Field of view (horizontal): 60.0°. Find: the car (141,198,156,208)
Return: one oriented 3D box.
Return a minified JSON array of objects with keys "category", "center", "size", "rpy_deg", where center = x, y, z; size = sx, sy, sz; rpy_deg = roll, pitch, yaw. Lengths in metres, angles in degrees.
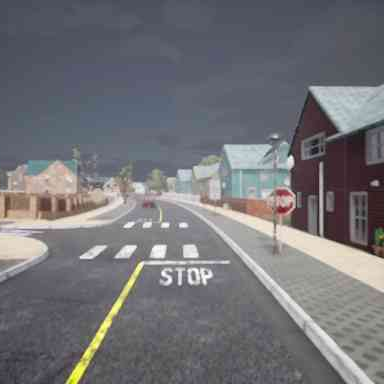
[{"category":"car","center":[-5.633,1.413,43.522],"size":[1.895,1.301,4.718],"rpy_deg":[0,0,-7]}]
